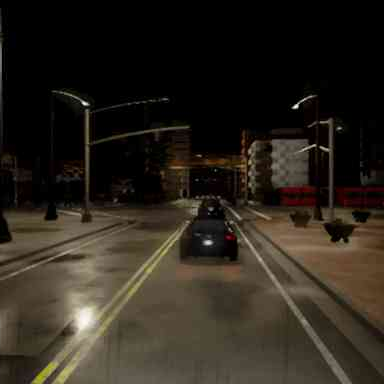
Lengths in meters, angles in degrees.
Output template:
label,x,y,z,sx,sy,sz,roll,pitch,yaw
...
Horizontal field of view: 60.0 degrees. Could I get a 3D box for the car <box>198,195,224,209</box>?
label,x,y,z,sx,sy,sz,roll,pitch,yaw
car,1.576,1.384,27.272,2.097,1.767,4.553,0,0,4

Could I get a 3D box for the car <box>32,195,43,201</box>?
label,x,y,z,sx,sy,sz,roll,pitch,yaw
car,-40.512,1.546,86.576,2.033,1.411,5.357,0,0,-42

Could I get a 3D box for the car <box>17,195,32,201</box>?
label,x,y,z,sx,sy,sz,roll,pitch,yaw
car,-43.112,1.531,84.233,2.128,1.511,4.902,0,0,-42

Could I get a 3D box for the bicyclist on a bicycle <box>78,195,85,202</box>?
label,x,y,z,sx,sy,sz,roll,pitch,yaw
bicyclist on a bicycle,-24.855,1.370,74.998,1.656,1.620,0.582,0,0,-42

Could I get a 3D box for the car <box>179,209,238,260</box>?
label,x,y,z,sx,sy,sz,roll,pitch,yaw
car,0.650,1.574,12.515,1.994,1.385,4.181,0,0,4
